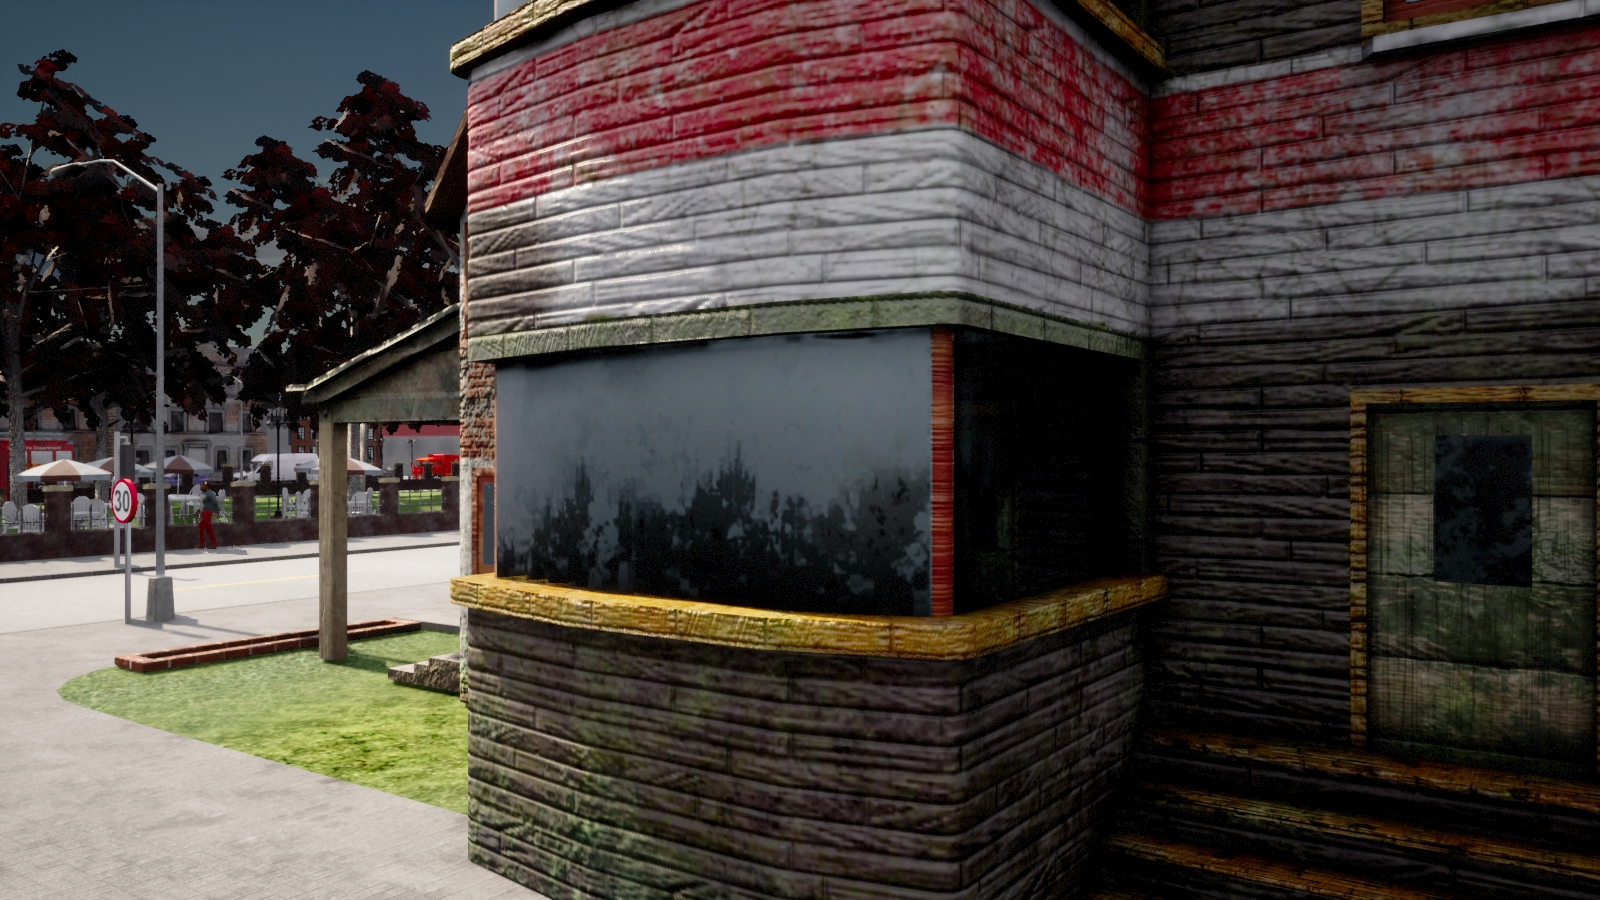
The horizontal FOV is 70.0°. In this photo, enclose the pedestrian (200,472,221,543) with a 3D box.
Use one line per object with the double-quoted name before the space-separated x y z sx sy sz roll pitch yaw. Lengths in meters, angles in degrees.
"pedestrian" -15.626 1.517 30.293 0.375 1.860 0.375 0 0 36
